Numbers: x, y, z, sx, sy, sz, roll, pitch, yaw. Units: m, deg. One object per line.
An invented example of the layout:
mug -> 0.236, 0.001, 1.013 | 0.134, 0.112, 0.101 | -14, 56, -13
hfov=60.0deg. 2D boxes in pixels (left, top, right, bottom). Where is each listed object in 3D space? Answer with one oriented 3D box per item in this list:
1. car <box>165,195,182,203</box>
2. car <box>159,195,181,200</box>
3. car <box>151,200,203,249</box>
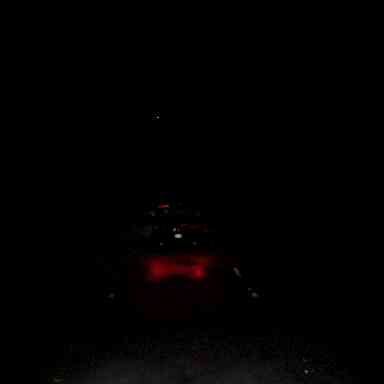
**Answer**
car -> -3.326, 1.242, 59.595 | 1.994, 1.385, 4.181 | 1, 0, 12
car -> -2.120, 1.265, 27.817 | 1.837, 1.490, 4.892 | 0, 1, -5
car -> -0.668, 1.329, 13.908 | 1.882, 1.535, 5.008 | 0, 1, -4
